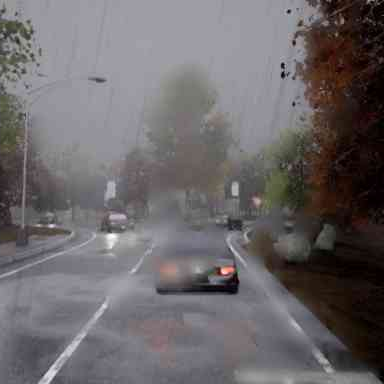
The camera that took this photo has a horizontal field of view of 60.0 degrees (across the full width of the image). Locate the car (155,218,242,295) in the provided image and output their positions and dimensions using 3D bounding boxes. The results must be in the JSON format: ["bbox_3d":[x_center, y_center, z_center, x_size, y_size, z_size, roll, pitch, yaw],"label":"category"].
[{"bbox_3d":[0.125,1.634,8.970,2.033,1.411,5.357,0,-1,1],"label":"car"}]

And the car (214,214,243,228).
[{"bbox_3d":[3.036,2.592,29.083,2.033,1.411,5.357,-2,-4,22],"label":"car"}]

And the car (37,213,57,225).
[{"bbox_3d":[-18.760,3.466,43.284,1.837,1.490,4.892,-1,-3,-14],"label":"car"}]

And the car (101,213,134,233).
[{"bbox_3d":[-5.794,2.345,25.572,1.812,1.442,4.674,2,-4,-25],"label":"car"}]
